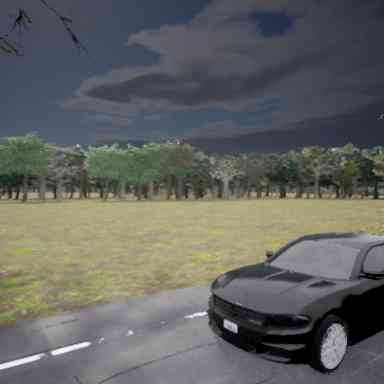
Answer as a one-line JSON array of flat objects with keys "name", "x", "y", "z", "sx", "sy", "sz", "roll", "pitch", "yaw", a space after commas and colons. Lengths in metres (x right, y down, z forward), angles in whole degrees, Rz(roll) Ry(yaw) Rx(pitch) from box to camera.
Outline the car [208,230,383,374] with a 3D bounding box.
[{"name": "car", "x": 2.538, "y": 1.484, "z": 5.805, "sx": 5.008, "sy": 1.535, "sz": 1.882, "roll": 0, "pitch": 0, "yaw": -36}]
